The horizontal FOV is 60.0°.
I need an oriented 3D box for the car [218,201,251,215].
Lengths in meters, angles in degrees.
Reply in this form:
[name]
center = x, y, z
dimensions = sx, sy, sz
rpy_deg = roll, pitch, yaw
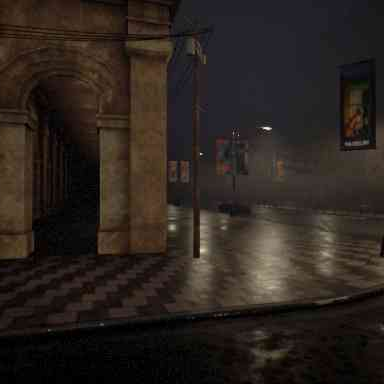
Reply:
[car]
center = 4.224, 1.595, 33.572
dimensions = 1.895, 1.301, 4.718
rpy_deg = 0, 0, -15
